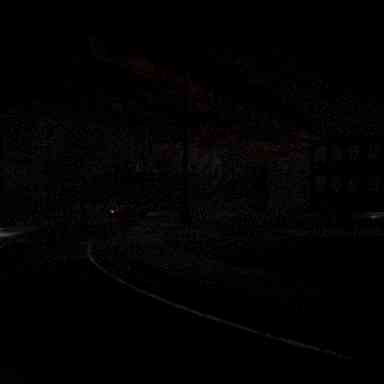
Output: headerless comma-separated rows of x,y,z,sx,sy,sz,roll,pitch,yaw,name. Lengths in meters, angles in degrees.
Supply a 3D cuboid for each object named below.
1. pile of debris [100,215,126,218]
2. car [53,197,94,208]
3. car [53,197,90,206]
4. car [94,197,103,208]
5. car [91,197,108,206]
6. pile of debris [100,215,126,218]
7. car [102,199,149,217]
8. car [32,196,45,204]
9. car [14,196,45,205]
-7.202,2.224,30.525,1.500,0.140,1.860,0,0,26,pile of debris
-17.223,1.529,47.731,4.974,1.542,2.038,0,0,7,car
-17.275,1.371,47.737,4.536,1.218,1.853,0,0,7,car
-13.699,1.530,48.958,2.038,1.542,4.974,0,0,-23,car
-13.720,1.373,49.006,1.853,1.218,4.536,0,0,-23,car
-7.202,2.224,30.525,1.500,0.140,1.860,0,0,26,pile of debris
-6.030,1.558,31.872,1.812,1.442,4.674,1,0,29,car
-30.581,1.396,62.707,4.536,1.218,1.853,0,0,2,car
-30.633,1.553,62.708,4.974,1.542,2.038,0,0,2,car
